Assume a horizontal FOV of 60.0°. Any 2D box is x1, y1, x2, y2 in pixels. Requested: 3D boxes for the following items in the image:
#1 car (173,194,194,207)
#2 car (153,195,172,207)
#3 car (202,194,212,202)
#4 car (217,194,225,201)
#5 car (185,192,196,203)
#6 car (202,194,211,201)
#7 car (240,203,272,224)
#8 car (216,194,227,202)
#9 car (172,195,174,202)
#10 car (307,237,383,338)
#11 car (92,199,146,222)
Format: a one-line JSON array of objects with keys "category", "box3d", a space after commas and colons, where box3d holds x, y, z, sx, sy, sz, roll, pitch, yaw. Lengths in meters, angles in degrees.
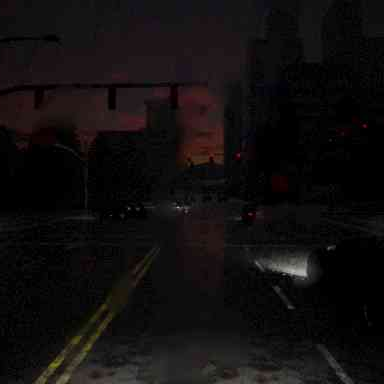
[{"category": "car", "box3d": [-1.198, 1.408, 50.711, 2.128, 1.511, 4.902, 0, 0, 3]}, {"category": "car", "box3d": [-4.708, 1.380, 50.564, 1.882, 1.535, 5.008, 0, 0, 3]}, {"category": "car", "box3d": [3.353, 1.248, 74.529, 2.097, 1.767, 4.553, 0, 0, 2]}, {"category": "car", "box3d": [7.221, 1.395, 83.442, 1.837, 1.490, 4.892, 0, 0, 2]}, {"category": "car", "box3d": [-0.486, 1.116, 66.486, 2.150, 2.045, 5.566, 0, 0, 3]}, {"category": "car", "box3d": [3.724, 1.407, 83.586, 2.128, 1.511, 4.902, 0, 0, 2]}, {"category": "car", "box3d": [4.619, 1.527, 24.367, 2.033, 1.411, 5.357, 0, 0, 4]}, {"category": "car", "box3d": [6.837, 1.384, 74.072, 1.882, 1.535, 5.008, 0, 0, 2]}, {"category": "car", "box3d": [-3.994, 1.383, 66.445, 1.837, 1.490, 4.892, 0, 0, 3]}, {"category": "car", "box3d": [3.794, 1.569, 6.601, 1.994, 1.385, 4.181, 0, 0, 2]}, {"category": "car", "box3d": [-5.737, 1.289, 25.915, 4.553, 1.767, 2.097, 0, 0, 37]}]
